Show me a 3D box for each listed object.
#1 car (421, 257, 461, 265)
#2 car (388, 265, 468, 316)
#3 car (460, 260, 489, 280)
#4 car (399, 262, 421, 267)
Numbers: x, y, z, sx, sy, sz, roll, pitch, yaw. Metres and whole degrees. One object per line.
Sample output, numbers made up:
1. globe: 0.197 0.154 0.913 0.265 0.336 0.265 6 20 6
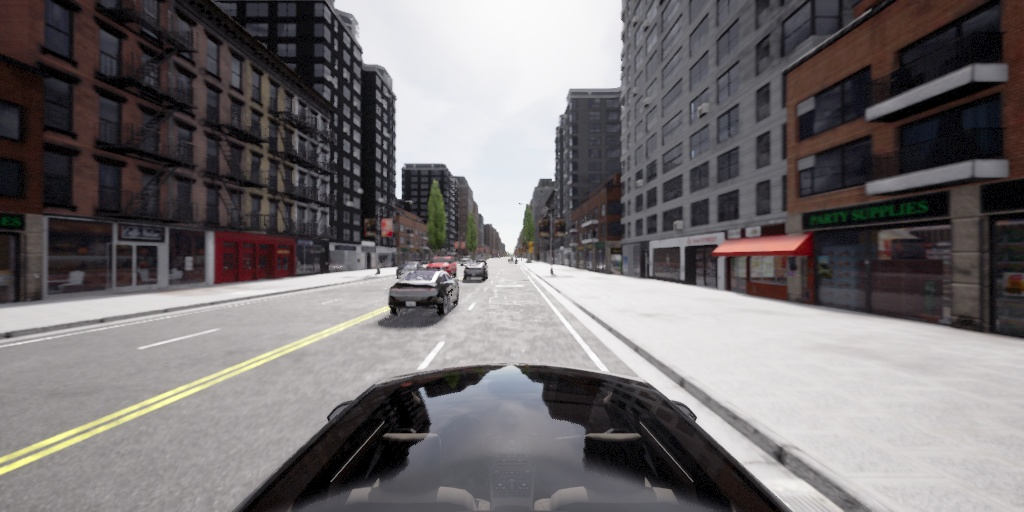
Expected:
1. car: -6.592 1.069 33.835 2.150 2.045 5.566 0 0 0
2. car: -3.154 1.280 13.624 2.128 1.511 4.902 0 0 0
3. car: -3.147 1.337 31.916 2.128 1.511 4.902 0 0 0
4. car: -9.838 1.345 34.925 2.128 1.511 4.902 0 0 0
